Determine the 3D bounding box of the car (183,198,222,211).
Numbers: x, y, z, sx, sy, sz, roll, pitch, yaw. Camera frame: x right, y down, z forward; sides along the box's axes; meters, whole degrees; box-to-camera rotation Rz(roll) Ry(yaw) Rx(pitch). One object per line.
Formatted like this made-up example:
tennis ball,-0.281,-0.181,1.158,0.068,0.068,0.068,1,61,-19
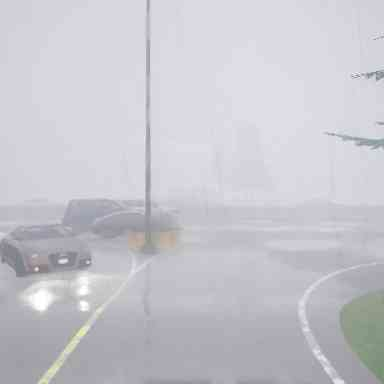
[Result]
car,1.506,1.782,42.428,4.674,1.442,1.812,0,0,0

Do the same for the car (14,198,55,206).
car,-20.346,1.608,42.475,4.553,1.767,2.097,0,0,0

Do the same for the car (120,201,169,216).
car,-5.018,1.738,35.442,4.902,1.511,2.128,0,0,0

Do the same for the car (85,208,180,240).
car,-2.967,1.747,17.751,4.674,1.442,1.812,0,0,0

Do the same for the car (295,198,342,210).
car,13.458,1.738,35.404,4.902,1.511,2.128,0,0,0

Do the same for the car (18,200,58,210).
car,-21.260,1.787,45.977,4.674,1.442,1.812,0,0,0

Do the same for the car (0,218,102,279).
car,-4.888,1.775,10.950,1.994,1.385,4.181,1,0,-40

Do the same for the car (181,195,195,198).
car,-2.018,1.486,45.935,5.566,2.045,2.150,0,0,0

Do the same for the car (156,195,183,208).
car,-3.697,1.453,24.740,5.566,2.045,2.150,0,0,0

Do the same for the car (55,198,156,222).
car,-5.344,1.448,21.243,5.566,2.045,2.150,0,0,0

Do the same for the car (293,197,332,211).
car,16.571,1.614,45.896,4.553,1.767,2.097,0,0,0
